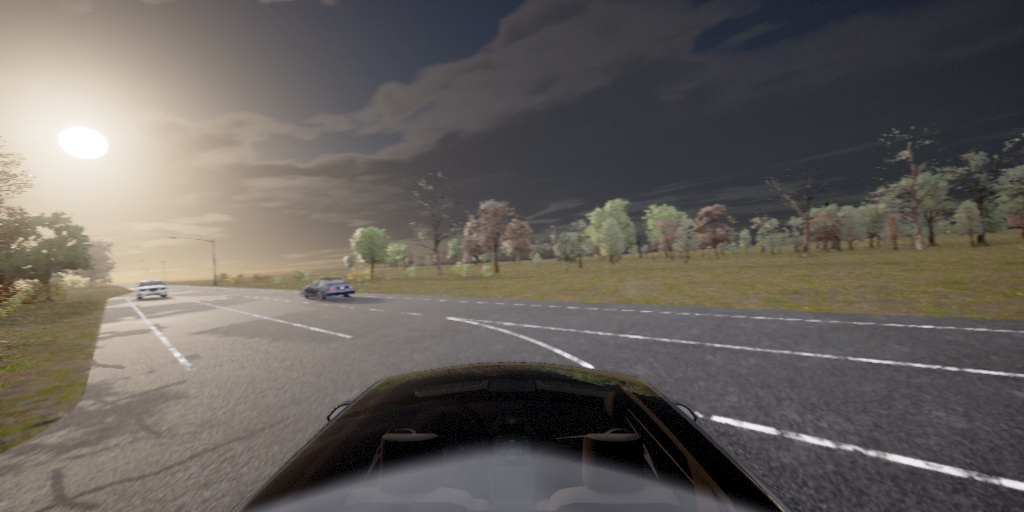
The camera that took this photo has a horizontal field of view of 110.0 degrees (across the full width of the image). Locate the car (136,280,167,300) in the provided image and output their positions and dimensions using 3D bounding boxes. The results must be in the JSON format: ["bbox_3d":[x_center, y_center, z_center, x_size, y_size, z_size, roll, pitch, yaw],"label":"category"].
[{"bbox_3d":[-39.668,3.663,39.469,5.566,2.045,2.150,-4,0,42],"label":"car"}]

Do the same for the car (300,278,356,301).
[{"bbox_3d":[-12.782,2.242,24.758,5.357,1.411,2.033,-4,0,42],"label":"car"}]
